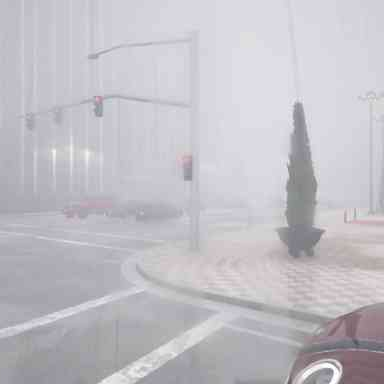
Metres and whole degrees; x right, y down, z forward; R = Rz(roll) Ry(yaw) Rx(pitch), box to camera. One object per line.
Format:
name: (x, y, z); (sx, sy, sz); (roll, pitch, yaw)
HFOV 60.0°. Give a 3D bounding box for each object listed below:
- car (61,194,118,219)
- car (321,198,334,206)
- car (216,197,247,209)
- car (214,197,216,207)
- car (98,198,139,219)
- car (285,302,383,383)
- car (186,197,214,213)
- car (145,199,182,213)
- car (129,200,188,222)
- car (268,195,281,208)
car: (-8.872, 1.221, 29.858); (2.150, 2.045, 5.566); (0, 0, 35)
car: (22.646, 1.601, 56.400); (1.895, 1.301, 4.718); (0, 0, 34)
car: (5.743, 1.492, 44.700); (2.128, 1.511, 4.902); (0, 0, 35)
car: (2.660, 1.478, 46.399); (1.882, 1.535, 5.008); (0, 0, 35)
car: (-5.277, 1.492, 28.909); (2.128, 1.511, 4.902); (0, 0, 35)
car: (2.862, 1.352, 1.929); (4.553, 1.767, 2.097); (0, 0, 36)
car: (-0.067, 1.492, 36.381); (2.128, 1.511, 4.902); (0, 0, 35)
car: (-3.169, 1.564, 38.046); (1.994, 1.385, 4.181); (0, 0, 35)
car: (-2.561, 1.564, 26.328); (1.994, 1.385, 4.181); (0, 0, 35)
car: (12.818, 1.352, 48.411); (2.097, 1.767, 4.553); (0, 0, 35)
